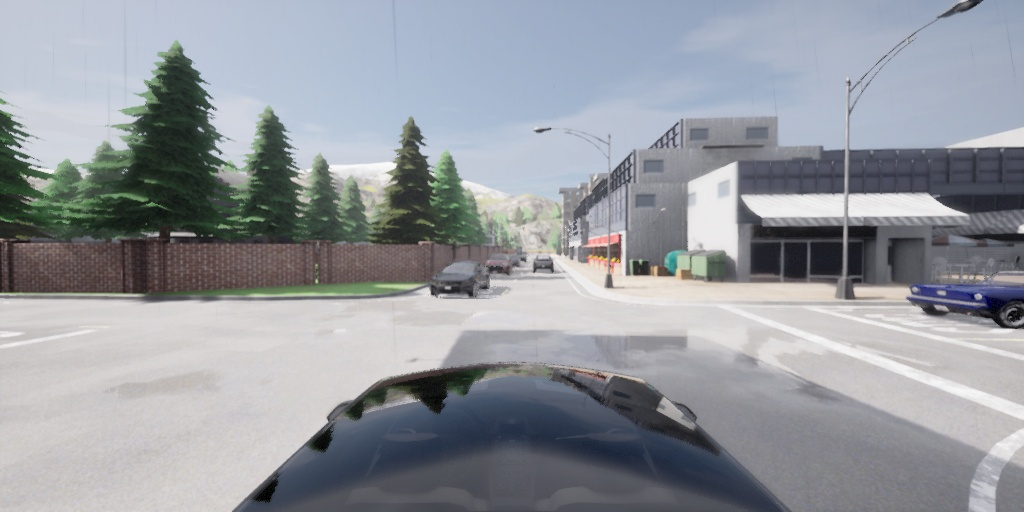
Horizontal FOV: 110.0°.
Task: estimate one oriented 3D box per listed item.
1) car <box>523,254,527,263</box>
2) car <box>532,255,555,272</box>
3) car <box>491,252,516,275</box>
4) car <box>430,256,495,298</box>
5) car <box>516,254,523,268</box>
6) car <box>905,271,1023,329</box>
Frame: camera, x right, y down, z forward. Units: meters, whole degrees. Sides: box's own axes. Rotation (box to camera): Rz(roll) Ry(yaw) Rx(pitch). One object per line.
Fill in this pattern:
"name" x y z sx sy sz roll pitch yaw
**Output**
"car" 1.413 0.375 57.353 1.895 1.301 4.718 0 1 5
"car" 2.992 0.661 33.985 2.128 1.511 4.902 0 1 5
"car" -1.110 0.609 29.478 2.097 1.767 4.553 0 1 5
"car" -2.280 0.965 16.794 1.882 1.535 5.008 0 1 6
"car" -0.042 0.544 41.621 1.837 1.490 4.892 0 1 5
"car" 13.157 1.023 8.954 4.718 1.301 1.895 0 1 5
